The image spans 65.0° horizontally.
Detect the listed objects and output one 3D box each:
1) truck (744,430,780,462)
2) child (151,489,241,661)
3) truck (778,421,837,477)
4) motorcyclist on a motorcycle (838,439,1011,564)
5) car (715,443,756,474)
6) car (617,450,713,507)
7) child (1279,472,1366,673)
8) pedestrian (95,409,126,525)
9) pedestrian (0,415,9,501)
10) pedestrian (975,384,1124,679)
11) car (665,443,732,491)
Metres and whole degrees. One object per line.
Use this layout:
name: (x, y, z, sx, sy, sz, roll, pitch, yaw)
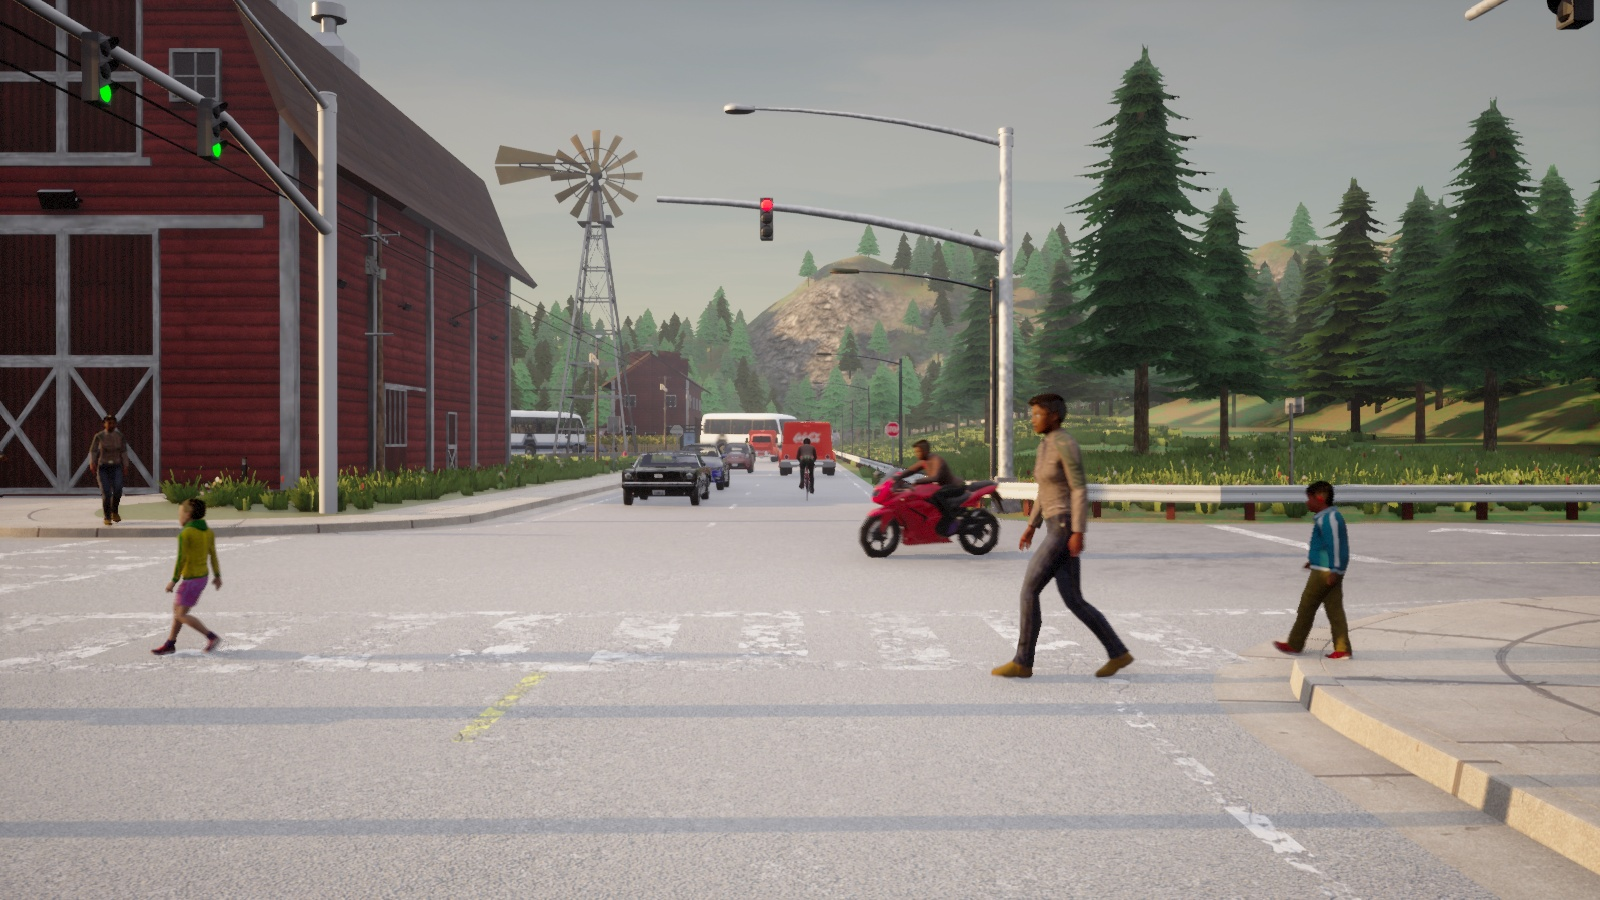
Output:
truck: (-2.938, -0.289, 98.833, 2.627, 2.467, 5.204, 0, -1, 0)
child: (-4.178, 0.854, 8.691, 0.473, 1.160, 0.299, 0, 0, 4)
truck: (0.337, -0.068, 58.252, 2.627, 2.467, 5.204, 0, 0, 0)
motorcyclist on a motorcycle: (1.595, 0.626, 16.136, 2.044, 1.523, 0.797, 0, 2, -19)
car: (-3.140, 0.408, 61.979, 1.845, 1.501, 3.633, 0, 0, 0)
car: (-3.310, 0.665, 31.709, 1.895, 1.301, 4.718, 0, 0, 0)
child: (3.245, 0.740, 7.793, 0.448, 1.192, 0.343, 0, 0, 31)
pedestrian: (-11.011, 0.258, 20.044, 0.328, 1.805, 0.869, 0, 0, -35)
pedestrian: (-18.452, 0.186, 28.443, 0.788, 1.949, 0.423, 0, 0, 0)
pedestrian: (1.548, 0.498, 7.852, 0.869, 1.805, 0.328, 0, 0, 2)
car: (-3.259, 0.526, 40.978, 1.816, 1.474, 4.193, 0, 0, 0)
